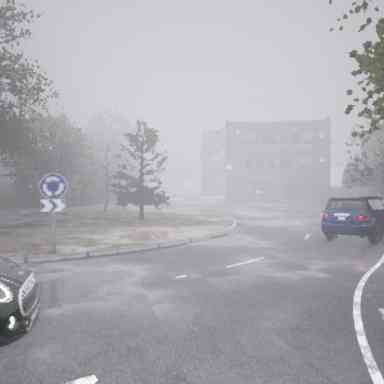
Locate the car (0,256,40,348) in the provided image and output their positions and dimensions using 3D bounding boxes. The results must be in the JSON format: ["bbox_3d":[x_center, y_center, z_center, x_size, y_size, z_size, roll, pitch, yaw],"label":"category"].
[{"bbox_3d":[-4.680,1.349,4.714,4.553,1.767,2.097,0,0,-18],"label":"car"}]

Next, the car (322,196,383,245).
[{"bbox_3d":[8.152,1.208,15.815,2.150,2.045,5.566,-1,-1,44],"label":"car"}]
